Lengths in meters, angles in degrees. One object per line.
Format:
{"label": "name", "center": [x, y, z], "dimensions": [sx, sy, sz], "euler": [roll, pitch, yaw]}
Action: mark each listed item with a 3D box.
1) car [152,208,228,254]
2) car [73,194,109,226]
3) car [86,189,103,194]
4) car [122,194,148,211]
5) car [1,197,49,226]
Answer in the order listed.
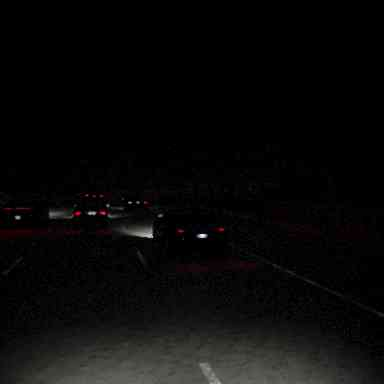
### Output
{"label": "car", "center": [-0.227, 1.292, 12.298], "dimensions": [1.994, 1.385, 4.181], "euler": [0, 1, -16]}
{"label": "car", "center": [-5.853, 1.080, 19.340], "dimensions": [2.033, 1.411, 5.357], "euler": [0, 1, -16]}
{"label": "car", "center": [-11.485, 0.739, 39.274], "dimensions": [2.150, 2.045, 5.566], "euler": [0, -2, -16]}
{"label": "car", "center": [-5.096, 0.896, 29.535], "dimensions": [2.033, 1.411, 5.357], "euler": [0, 0, -16]}
{"label": "car", "center": [-9.409, 1.004, 19.053], "dimensions": [2.128, 1.511, 4.902], "euler": [0, 1, -16]}
